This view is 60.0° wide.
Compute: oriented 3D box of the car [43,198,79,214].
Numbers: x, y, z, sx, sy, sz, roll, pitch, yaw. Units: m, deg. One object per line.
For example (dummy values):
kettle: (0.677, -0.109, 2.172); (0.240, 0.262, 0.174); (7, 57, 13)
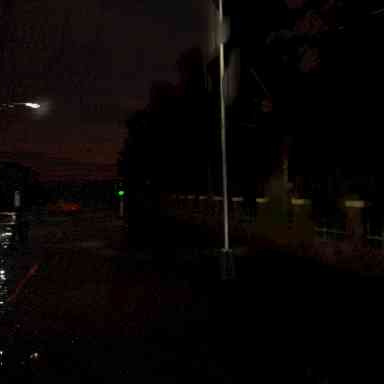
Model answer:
car: (-15.276, 1.715, 38.505); (5.008, 1.535, 1.882); (-1, -1, 35)

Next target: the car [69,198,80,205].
car: (-27.893, 2.159, 79.090); (2.128, 1.511, 4.902); (-1, 0, -17)

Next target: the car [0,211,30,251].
car: (-8.346, 1.635, 14.526); (2.128, 1.511, 4.902); (-1, 0, -19)
